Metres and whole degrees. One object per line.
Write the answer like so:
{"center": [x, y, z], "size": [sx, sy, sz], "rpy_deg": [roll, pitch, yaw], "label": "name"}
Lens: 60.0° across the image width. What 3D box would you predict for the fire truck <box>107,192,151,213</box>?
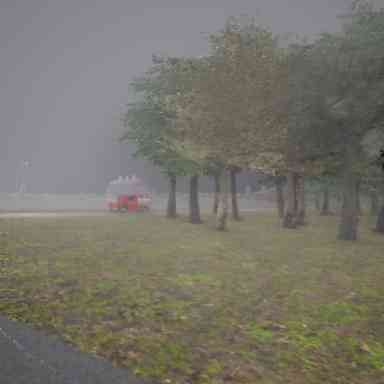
{"center": [-11.731, 1.932, 62.940], "size": [2.891, 3.827, 8.468], "rpy_deg": [-1, -2, 39], "label": "fire truck"}
